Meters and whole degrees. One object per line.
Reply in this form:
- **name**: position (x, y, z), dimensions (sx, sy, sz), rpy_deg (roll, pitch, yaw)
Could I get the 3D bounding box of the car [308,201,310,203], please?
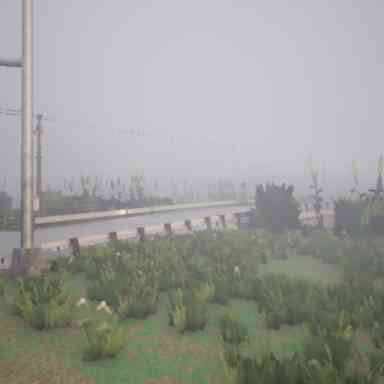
- **car**: position (14.434, 0.964, 41.388), dimensions (1.994, 1.385, 4.181), rpy_deg (0, -2, 44)
